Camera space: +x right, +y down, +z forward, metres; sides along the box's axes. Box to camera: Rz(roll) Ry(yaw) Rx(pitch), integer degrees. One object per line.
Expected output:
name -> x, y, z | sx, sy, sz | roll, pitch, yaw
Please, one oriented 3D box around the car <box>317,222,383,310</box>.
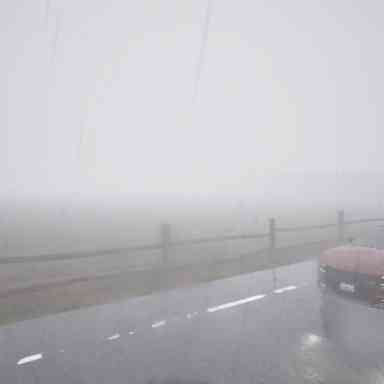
car -> 4.823, 1.413, 7.404 | 5.008, 1.535, 1.882 | -1, 0, -35
